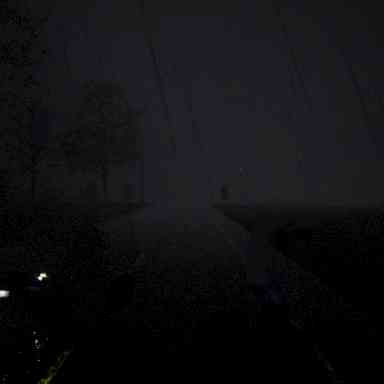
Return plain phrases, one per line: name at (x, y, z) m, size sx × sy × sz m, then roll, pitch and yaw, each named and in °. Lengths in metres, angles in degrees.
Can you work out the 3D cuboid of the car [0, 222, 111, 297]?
car at (-3.600, 1.544, 8.971) m, size 2.033 × 1.411 × 5.357 m, roll 0°, pitch 0°, yaw 0°
